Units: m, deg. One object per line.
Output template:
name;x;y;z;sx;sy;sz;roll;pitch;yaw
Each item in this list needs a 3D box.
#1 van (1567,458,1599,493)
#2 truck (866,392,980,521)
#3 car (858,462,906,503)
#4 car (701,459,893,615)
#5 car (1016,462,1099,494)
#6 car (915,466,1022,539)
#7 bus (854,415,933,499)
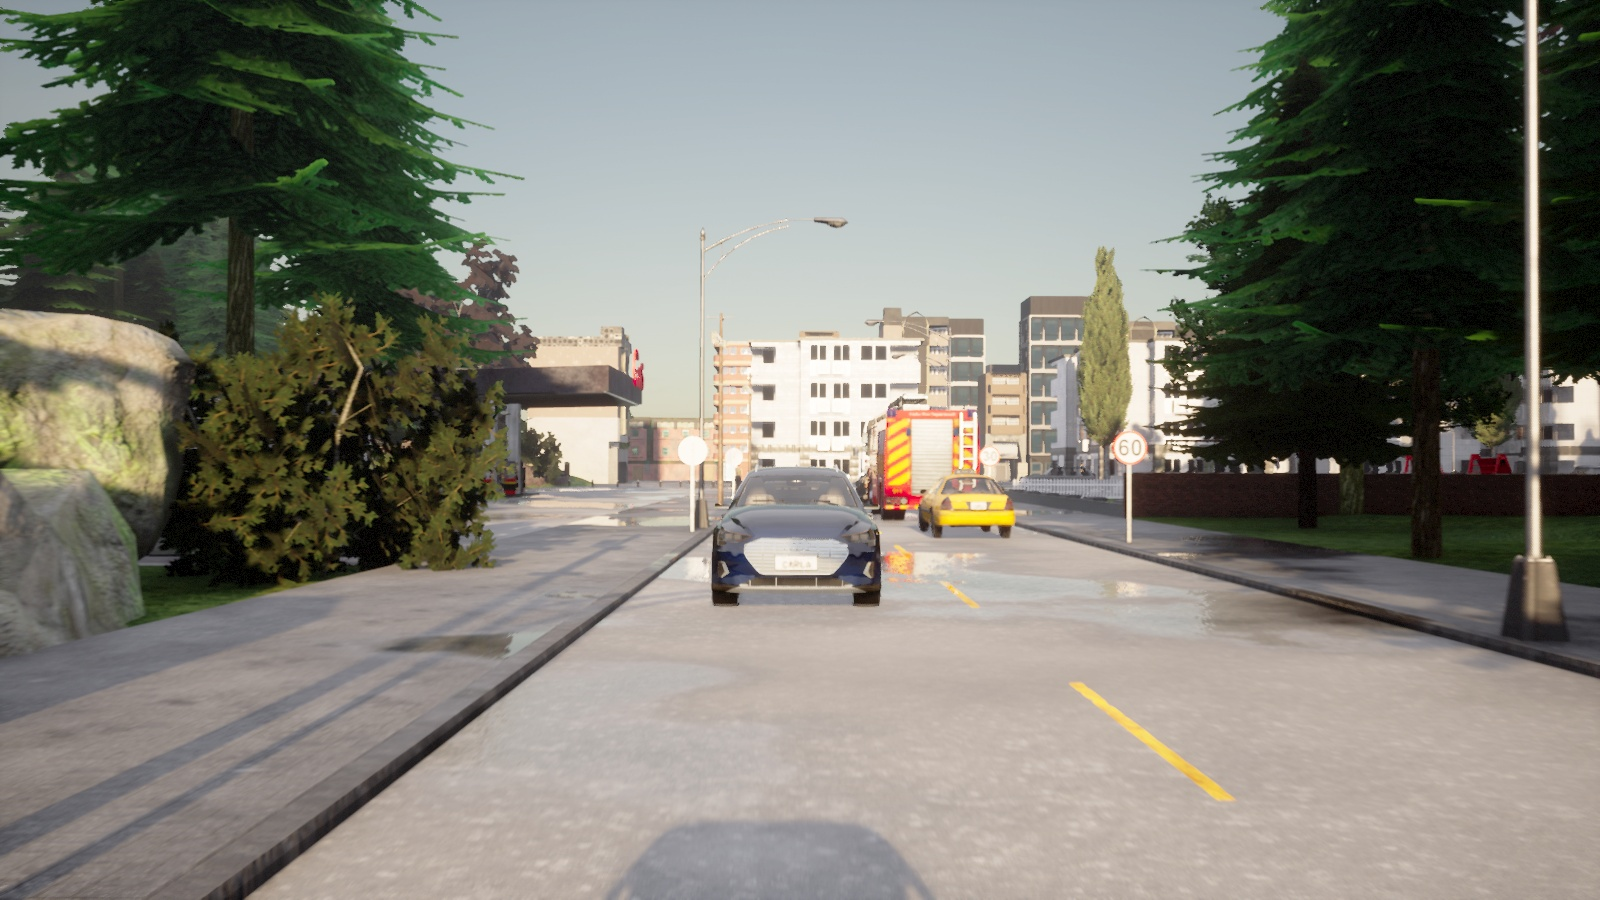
van;46.374;1.438;71.419;4.442;1.987;1.775;0;-1;0
truck;3.869;0.247;41.474;2.891;3.827;8.468;0;-1;0
car;3.810;1.487;58.922;1.932;1.855;4.605;0;-1;0
car;-0.037;0.977;15.800;2.033;1.649;4.856;0;-1;0
car;15.414;1.685;75.357;4.605;1.855;1.932;0;-1;0
car;3.915;1.179;30.011;1.801;1.575;5.366;0;-1;0
bus;4.944;0.439;68.519;3.944;4.253;10.273;0;-1;3
